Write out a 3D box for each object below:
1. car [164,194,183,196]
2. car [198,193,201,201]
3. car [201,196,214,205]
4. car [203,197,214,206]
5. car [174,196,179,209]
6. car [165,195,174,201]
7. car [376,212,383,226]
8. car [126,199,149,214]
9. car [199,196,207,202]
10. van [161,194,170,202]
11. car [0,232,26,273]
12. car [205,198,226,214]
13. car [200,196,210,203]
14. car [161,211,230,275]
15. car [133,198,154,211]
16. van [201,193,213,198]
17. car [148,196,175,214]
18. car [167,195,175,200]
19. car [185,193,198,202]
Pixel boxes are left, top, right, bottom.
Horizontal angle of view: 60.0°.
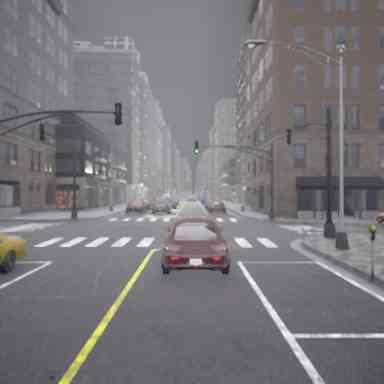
[{"bbox_3d":[-3.052,1.547,55.273,2.033,1.411,5.357,0,0,1],"label":"car"},{"bbox_3d":[2.660,1.315,57.937,2.192,1.841,5.009,1,0,0],"label":"car"},{"bbox_3d":[2.661,1.580,46.590,1.802,1.307,4.206,1,0,0],"label":"car"},{"bbox_3d":[2.663,1.579,40.917,1.802,1.307,4.206,1,0,0],"label":"car"},{"bbox_3d":[-3.104,1.562,44.834,1.994,1.385,4.181,0,0,0],"label":"car"},{"bbox_3d":[-5.876,1.559,86.306,2.008,1.369,4.403,1,0,0],"label":"car"},{"bbox_3d":[15.117,1.631,22.442,5.008,1.535,1.882,0,-1,1],"label":"car"},{"bbox_3d":[-5.861,1.543,35.250,1.887,1.381,4.507,1,0,0],"label":"car"},{"bbox_3d":[2.651,1.572,80.630,1.947,1.339,4.313,1,0,0],"label":"car"},{"bbox_3d":[-5.871,1.346,74.960,1.690,1.788,3.998,1,0,0],"label":"van"},{"bbox_3d":[-5.853,1.525,8.060,1.752,1.417,4.829,1,0,0],"label":"car"},{"bbox_3d":[2.664,1.580,35.243,1.802,1.307,4.206,1,0,0],"label":"car"},{"bbox_3d":[2.654,1.585,69.283,1.802,1.307,4.206,1,0,0],"label":"car"},{"bbox_3d":[0.097,1.525,10.349,1.812,1.442,4.674,0,0,0],"label":"car"},{"bbox_3d":[-5.863,1.543,40.923,1.887,1.381,4.507,1,0,0],"label":"car"},{"bbox_3d":[2.662,1.340,52.264,1.690,1.788,3.998,1,0,0],"label":"van"},{"bbox_3d":[-3.107,1.503,34.870,1.837,1.490,4.892,0,0,0],"label":"car"},{"bbox_3d":[-5.878,1.576,91.979,1.947,1.339,4.313,1,0,0],"label":"car"},{"bbox_3d":[-0.022,1.545,74.976,2.033,1.411,5.357,0,0,0],"label":"car"}]
